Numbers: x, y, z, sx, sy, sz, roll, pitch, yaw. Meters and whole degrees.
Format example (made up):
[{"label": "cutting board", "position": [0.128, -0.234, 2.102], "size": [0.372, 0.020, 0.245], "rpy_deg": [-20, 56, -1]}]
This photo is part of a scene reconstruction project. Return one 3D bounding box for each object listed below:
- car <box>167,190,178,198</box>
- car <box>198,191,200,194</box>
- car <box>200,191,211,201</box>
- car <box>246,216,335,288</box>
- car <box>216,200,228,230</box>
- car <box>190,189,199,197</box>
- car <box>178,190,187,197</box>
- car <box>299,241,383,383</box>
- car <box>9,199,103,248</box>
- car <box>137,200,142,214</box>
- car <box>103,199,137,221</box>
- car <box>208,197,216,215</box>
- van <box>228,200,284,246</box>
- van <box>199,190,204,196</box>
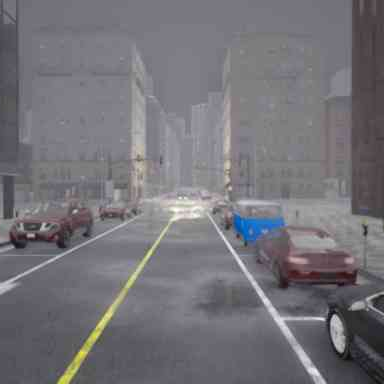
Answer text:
[{"label": "car", "position": [-5.361, 0.932, 85.302], "size": [1.802, 1.307, 4.206], "rpy_deg": [0, 1, 0]}, {"label": "car", "position": [3.117, 0.949, 79.670], "size": [1.887, 1.381, 4.507], "rpy_deg": [0, 1, 0]}, {"label": "car", "position": [3.024, 1.090, 68.568], "size": [1.802, 1.307, 4.206], "rpy_deg": [0, 1, 0]}, {"label": "car", "position": [2.757, 1.533, 8.782], "size": [1.802, 1.307, 4.206], "rpy_deg": [0, 0, 0]}, {"label": "car", "position": [2.755, 1.324, 20.070], "size": [1.967, 1.590, 4.097], "rpy_deg": [0, 0, 0]}, {"label": "car", "position": [0.484, 0.715, 94.921], "size": [1.812, 1.442, 4.674], "rpy_deg": [0, 1, 0]}, {"label": "car", "position": [-2.521, 0.839, 94.309], "size": [1.895, 1.301, 4.718], "rpy_deg": [0, 1, 0]}, {"label": "car", "position": [2.757, 1.533, 3.138], "size": [2.008, 1.369, 4.403], "rpy_deg": [0, 0, 0]}, {"label": "car", "position": [-5.771, 1.234, 14.427], "size": [2.192, 1.841, 5.009], "rpy_deg": [0, 0, 0]}, {"label": "car", "position": [-5.772, 1.379, 31.361], "size": [1.947, 1.339, 4.313], "rpy_deg": [0, 0, 0]}, {"label": "car", "position": [-5.771, 1.394, 25.716], "size": [1.887, 1.381, 4.507], "rpy_deg": [0, 0, 0]}, {"label": "car", "position": [2.754, 1.394, 31.360], "size": [1.802, 1.307, 4.206], "rpy_deg": [0, 0, 0]}, {"label": "van", "position": [2.755, 1.259, 14.425], "size": [1.690, 1.788, 3.998], "rpy_deg": [0, 0, 0]}, {"label": "van", "position": [3.070, 0.797, 74.117], "size": [1.690, 1.788, 3.998], "rpy_deg": [0, 1, 0]}]
